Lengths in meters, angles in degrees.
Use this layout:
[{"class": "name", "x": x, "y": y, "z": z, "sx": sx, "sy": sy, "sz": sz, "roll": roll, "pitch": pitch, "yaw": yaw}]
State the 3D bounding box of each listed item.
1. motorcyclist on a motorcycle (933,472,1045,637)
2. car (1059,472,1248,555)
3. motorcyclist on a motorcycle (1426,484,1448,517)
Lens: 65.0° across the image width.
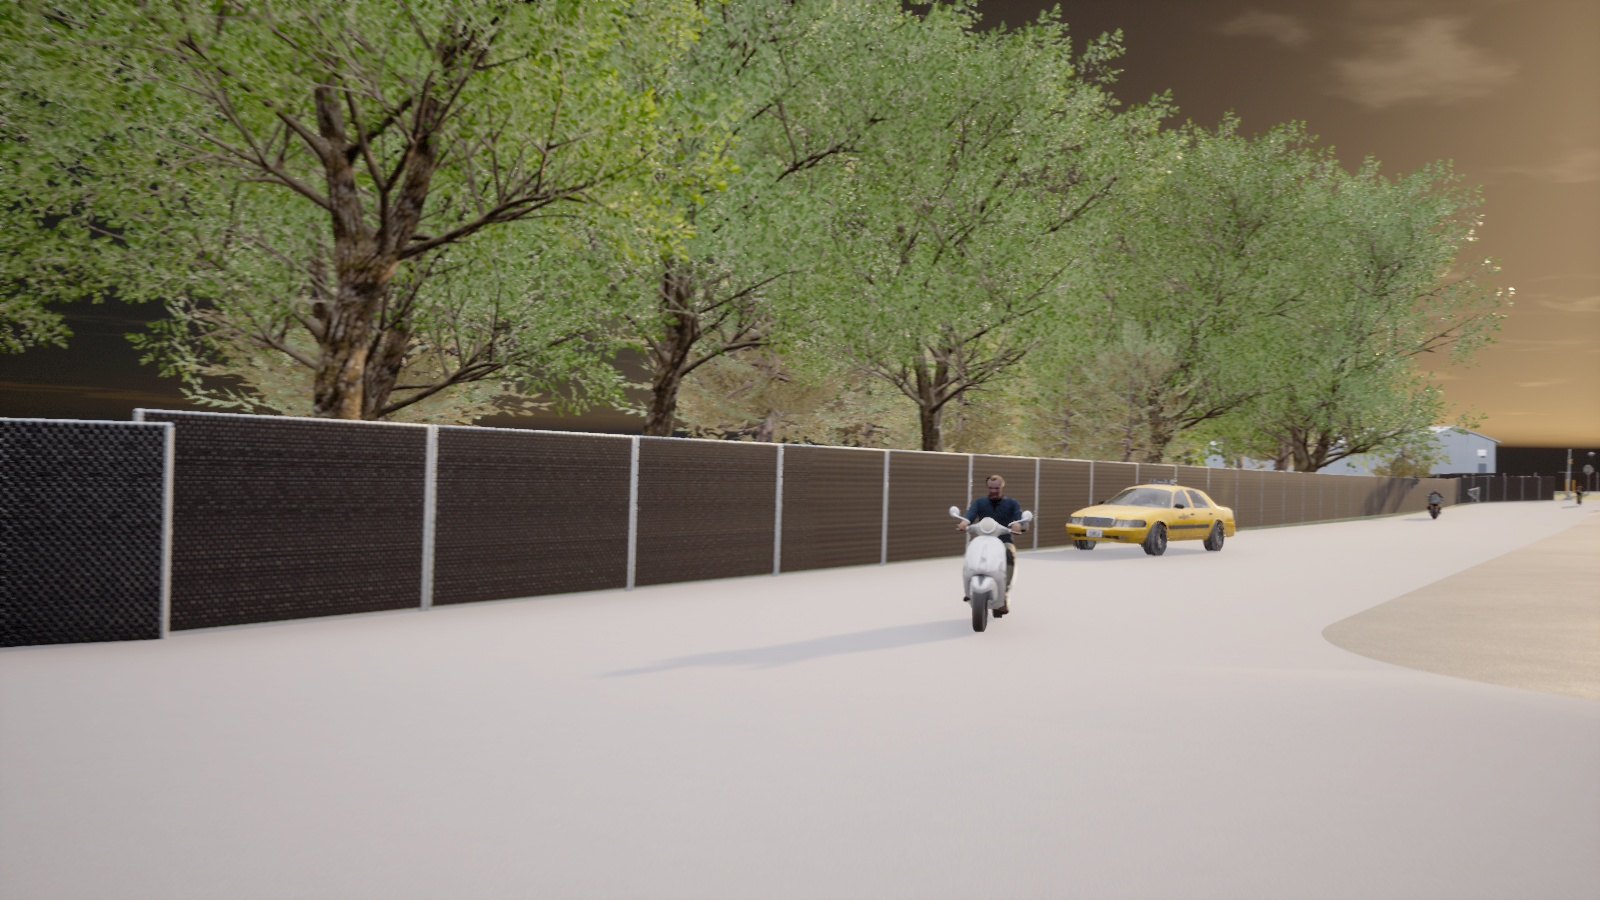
[{"class": "motorcyclist on a motorcycle", "x": 2.040, "y": 1.042, "z": 13.311, "sx": 0.866, "sy": 1.590, "sz": 1.817, "roll": 2, "pitch": -1, "yaw": 17}, {"class": "car", "x": 7.804, "y": 1.330, "z": 27.338, "sx": 1.801, "sy": 1.575, "sz": 5.366, "roll": 1, "pitch": -1, "yaw": 41}, {"class": "motorcyclist on a motorcycle", "x": 31.360, "y": 2.459, "z": 61.837, "sx": 0.866, "sy": 1.530, "sz": 2.191, "roll": 1, "pitch": 0, "yaw": 29}]
